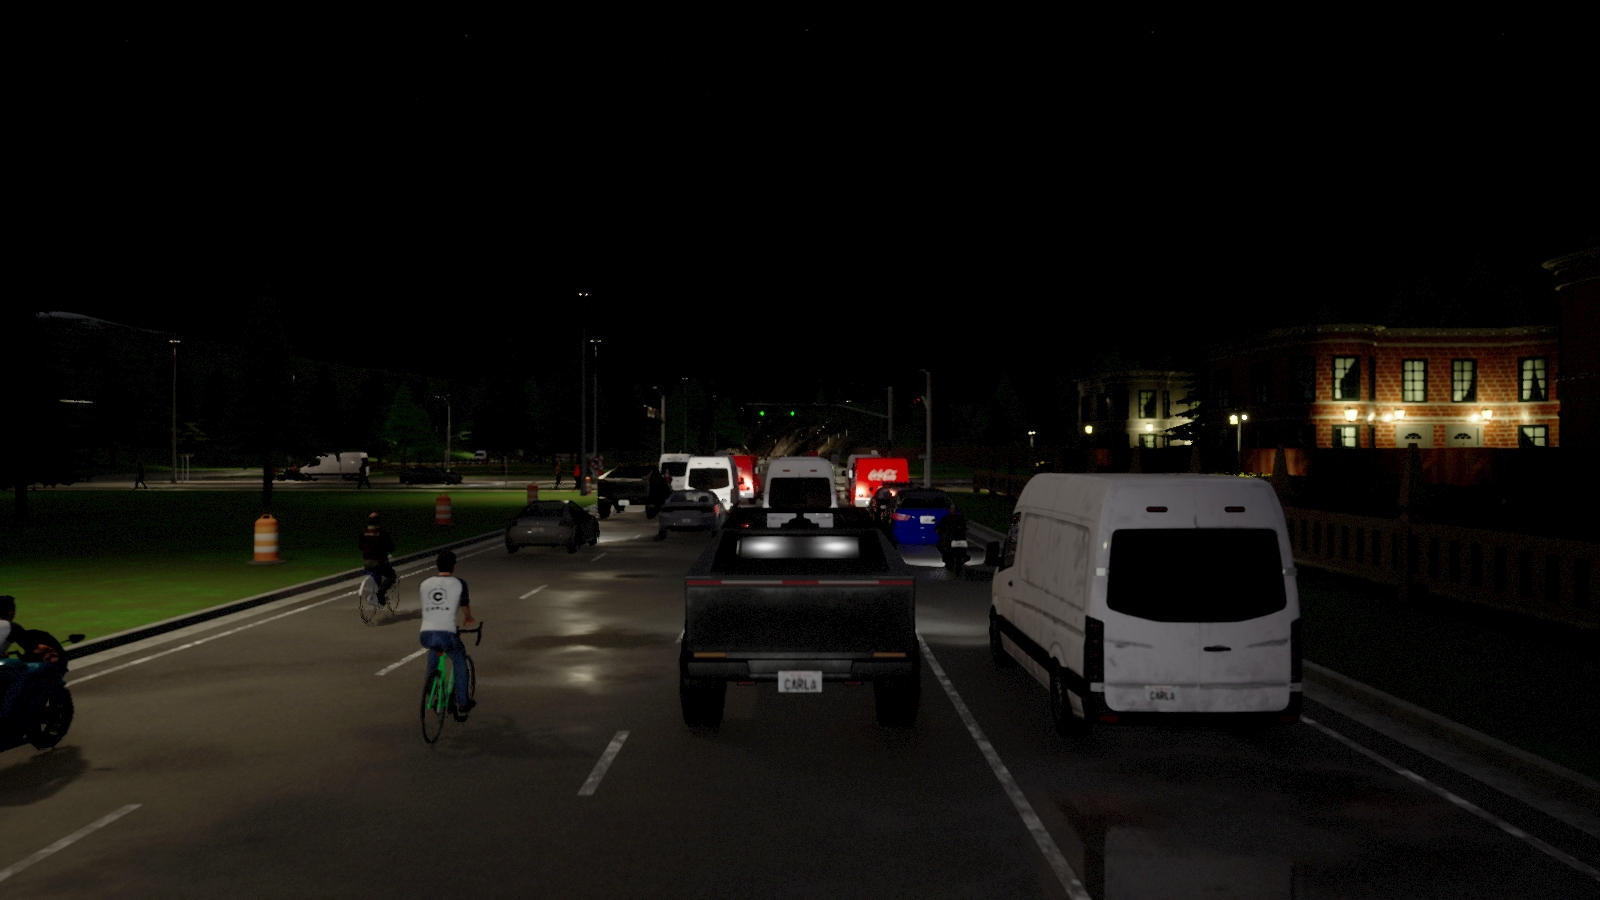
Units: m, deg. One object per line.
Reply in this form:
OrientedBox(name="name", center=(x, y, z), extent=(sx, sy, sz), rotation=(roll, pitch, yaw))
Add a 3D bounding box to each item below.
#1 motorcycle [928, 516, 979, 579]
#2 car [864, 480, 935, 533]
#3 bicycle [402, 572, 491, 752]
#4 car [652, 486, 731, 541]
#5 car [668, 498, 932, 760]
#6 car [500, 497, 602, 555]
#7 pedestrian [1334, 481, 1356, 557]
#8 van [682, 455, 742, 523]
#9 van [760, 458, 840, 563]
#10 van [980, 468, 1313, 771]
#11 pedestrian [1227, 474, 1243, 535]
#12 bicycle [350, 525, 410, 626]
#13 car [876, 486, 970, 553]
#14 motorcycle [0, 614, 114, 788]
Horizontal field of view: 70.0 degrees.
OrientedBox(name="motorcycle", center=(3.501, 2.196, 26.170), extent=(0.867, 1.251, 2.209), rotation=(0, 0, 0))
OrientedBox(name="car", center=(3.501, 1.969, 41.209), extent=(2.097, 1.638, 5.238), rotation=(0, 0, 0))
OrientedBox(name="bicycle", center=(-3.499, 2.052, 11.404), extent=(0.373, 1.496, 1.643), rotation=(0, 0, 0))
OrientedBox(name="car", center=(-3.495, 2.022, 37.677), extent=(2.097, 1.535, 5.006), rotation=(0, 0, 0))
OrientedBox(name="car", center=(0.001, 1.749, 13.469), extent=(2.390, 2.098, 6.274), rotation=(0, 0, 0))
OrientedBox(name="car", center=(-6.999, 2.108, 32.552), extent=(1.994, 1.385, 4.181), rotation=(0, 0, 0))
OrientedBox(name="pedestrian", center=(13.373, 1.687, 28.049), extent=(0.375, 1.860, 0.375), rotation=(0, 0, 1))
OrientedBox(name="van", center=(-3.504, 1.519, 46.545), extent=(1.988, 2.561, 5.915), rotation=(0, 0, 0))
OrientedBox(name="van", center=(-0.003, 1.524, 31.376), extent=(1.988, 2.561, 5.915), rotation=(0, 0, 0))
OrientedBox(name="van", center=(3.497, 1.530, 12.951), extent=(1.988, 2.561, 5.915), rotation=(0, 0, 0))
OrientedBox(name="pedestrian", center=(13.467, 1.684, 35.362), extent=(0.375, 1.860, 0.375), rotation=(0, 0, 1))
OrientedBox(name="bicycle", center=(-7.003, 2.053, 19.122), extent=(0.329, 1.471, 1.835), rotation=(0, 1, 0))
OrientedBox(name="car", center=(3.500, 1.956, 33.360), extent=(2.242, 1.667, 4.611), rotation=(0, 0, 0))
OrientedBox(name="motorcycle", center=(-6.999, 2.183, 9.976), extent=(0.803, 1.199, 2.033), rotation=(0, 0, 0))
